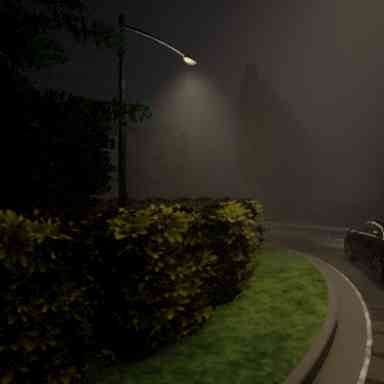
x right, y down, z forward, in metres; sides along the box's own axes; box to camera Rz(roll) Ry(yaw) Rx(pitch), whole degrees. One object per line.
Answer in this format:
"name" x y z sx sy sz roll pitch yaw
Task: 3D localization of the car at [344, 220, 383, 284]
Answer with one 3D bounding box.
"car" 5.798 1.531 9.515 2.128 1.511 4.902 0 0 12
